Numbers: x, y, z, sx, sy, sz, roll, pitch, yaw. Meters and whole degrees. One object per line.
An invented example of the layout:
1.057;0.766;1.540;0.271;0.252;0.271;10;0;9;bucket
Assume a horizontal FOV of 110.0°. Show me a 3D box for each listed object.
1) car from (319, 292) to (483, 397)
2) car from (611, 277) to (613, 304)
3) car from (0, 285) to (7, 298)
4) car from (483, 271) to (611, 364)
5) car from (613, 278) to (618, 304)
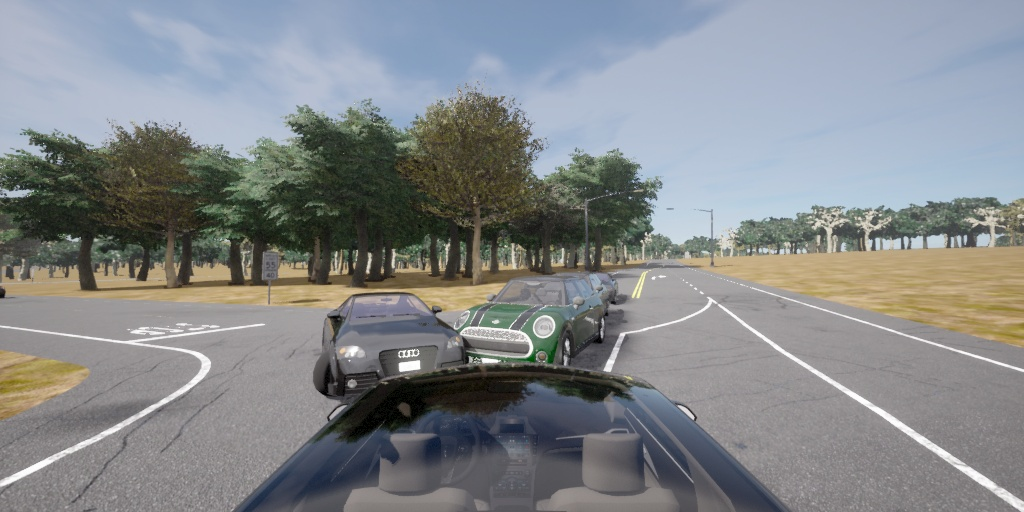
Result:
-2.356;1.376;6.629;1.994;1.385;4.181;1;-2;-29;car
2.020;1.345;12.148;2.097;1.767;4.553;-1;-1;21;car
-40.868;2.564;27.382;4.181;1.385;1.994;-2;-3;22;car
0.615;1.218;7.835;2.097;1.767;4.553;-1;-2;25;car
4.212;1.510;17.876;1.994;1.385;4.181;-1;0;19;car
